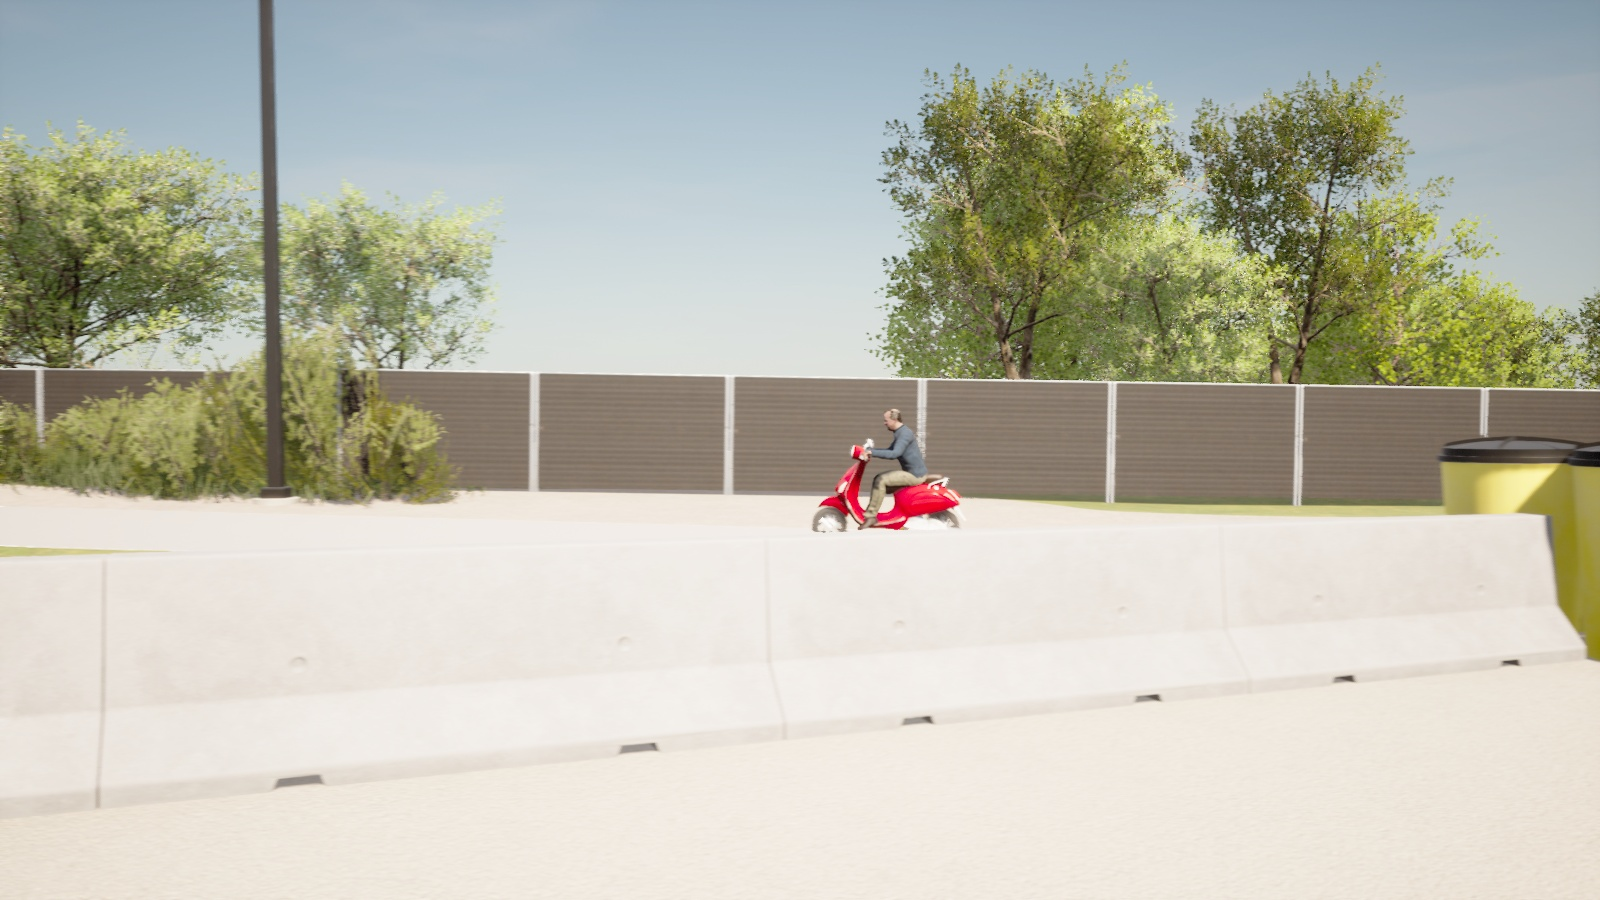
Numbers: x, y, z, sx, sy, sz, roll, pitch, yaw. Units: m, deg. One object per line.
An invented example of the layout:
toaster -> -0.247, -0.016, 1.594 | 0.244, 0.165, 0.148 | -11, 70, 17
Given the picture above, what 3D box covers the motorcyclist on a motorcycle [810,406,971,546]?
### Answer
motorcyclist on a motorcycle -> 1.040, 0.290, 14.710 | 1.817, 1.590, 0.866 | 0, 1, 2
